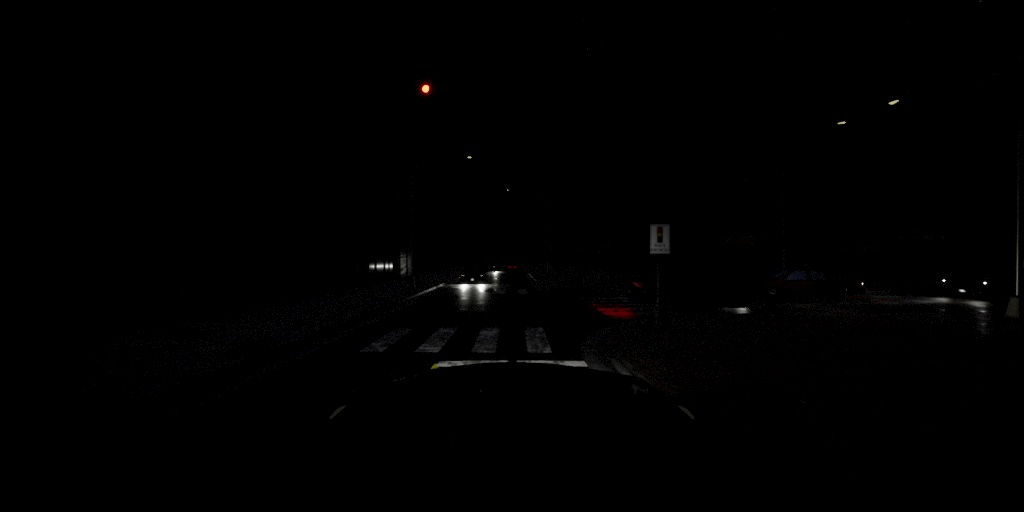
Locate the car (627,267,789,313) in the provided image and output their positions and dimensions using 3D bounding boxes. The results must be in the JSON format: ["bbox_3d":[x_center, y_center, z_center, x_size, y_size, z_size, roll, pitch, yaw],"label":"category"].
[{"bbox_3d":[6.912,1.189,13.333,5.008,1.535,1.882,0,1,5],"label":"car"}]

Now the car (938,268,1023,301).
[{"bbox_3d":[22.265,1.219,15.987,4.718,1.301,1.895,0,0,0],"label":"car"}]

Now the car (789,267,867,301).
[{"bbox_3d":[12.451,1.218,15.951,5.357,1.411,2.033,0,0,0],"label":"car"}]

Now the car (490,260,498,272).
[{"bbox_3d":[-2.869,1.273,47.212,1.837,1.490,4.892,0,0,0],"label":"car"}]

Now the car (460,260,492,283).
[{"bbox_3d":[-2.879,1.300,28.064,2.033,1.411,5.357,0,0,-1],"label":"car"}]
